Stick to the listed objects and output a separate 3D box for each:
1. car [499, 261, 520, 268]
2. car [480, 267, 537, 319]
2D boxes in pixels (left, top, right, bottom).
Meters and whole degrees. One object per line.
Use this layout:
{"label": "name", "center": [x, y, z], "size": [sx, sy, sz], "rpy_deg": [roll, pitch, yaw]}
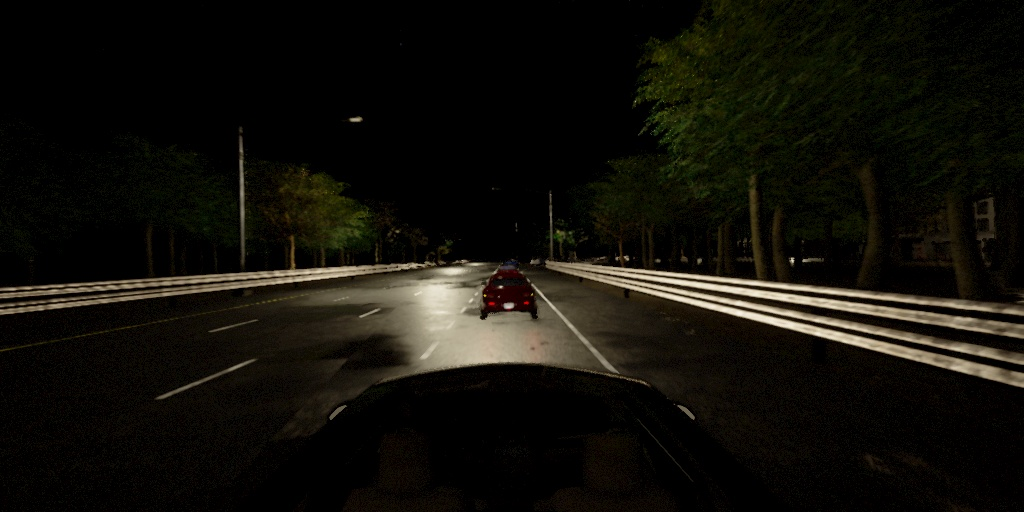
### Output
{"label": "car", "center": [-0.384, 1.419, 31.055], "size": [2.033, 1.411, 5.357], "rpy_deg": [-1, 0, -1]}
{"label": "car", "center": [-0.128, 1.323, 12.964], "size": [1.812, 1.442, 4.674], "rpy_deg": [-1, 0, -1]}
